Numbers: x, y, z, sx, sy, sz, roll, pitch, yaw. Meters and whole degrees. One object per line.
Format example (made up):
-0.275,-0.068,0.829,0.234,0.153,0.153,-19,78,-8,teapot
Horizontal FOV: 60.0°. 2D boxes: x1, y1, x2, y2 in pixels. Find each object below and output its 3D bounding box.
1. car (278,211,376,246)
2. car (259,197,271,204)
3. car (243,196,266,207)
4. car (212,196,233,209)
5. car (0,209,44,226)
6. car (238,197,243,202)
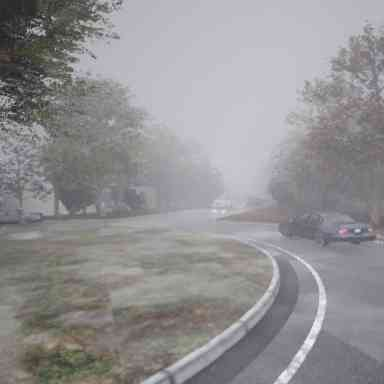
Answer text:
6.033,1.625,15.667,2.033,1.411,5.357,-1,-1,-13,car
16.262,1.854,73.966,1.882,1.535,5.008,-1,-1,21,car
11.678,1.709,62.045,2.150,2.045,5.566,-1,-1,22,car
5.127,1.746,55.062,2.150,2.045,5.566,-1,-1,21,car
-15.114,2.110,27.392,5.357,1.411,2.033,-1,-1,-16,car
10.894,1.704,69.788,1.837,1.490,4.892,-1,-1,21,car
